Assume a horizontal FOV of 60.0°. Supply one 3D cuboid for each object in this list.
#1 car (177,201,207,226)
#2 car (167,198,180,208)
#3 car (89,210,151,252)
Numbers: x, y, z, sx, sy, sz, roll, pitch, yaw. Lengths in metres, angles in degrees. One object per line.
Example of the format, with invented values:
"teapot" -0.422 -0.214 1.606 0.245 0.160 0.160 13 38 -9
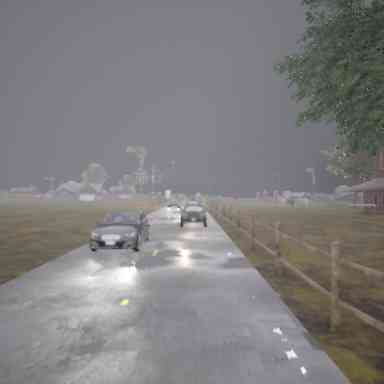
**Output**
"car" 0.103 1.589 23.579 1.812 1.442 4.674 0 0 0
"car" -2.810 1.792 52.857 1.837 1.490 4.892 0 -1 0
"car" -2.849 1.522 14.064 2.128 1.511 4.902 0 0 0
